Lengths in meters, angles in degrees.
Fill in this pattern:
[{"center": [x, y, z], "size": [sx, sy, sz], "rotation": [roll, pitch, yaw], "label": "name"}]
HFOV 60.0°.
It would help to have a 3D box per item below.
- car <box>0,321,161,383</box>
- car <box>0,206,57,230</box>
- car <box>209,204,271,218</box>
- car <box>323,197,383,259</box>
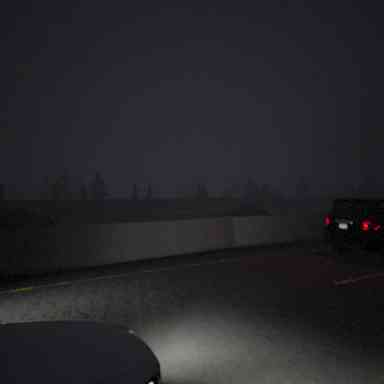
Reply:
[{"center": [-2.359, 1.517, 1.937], "size": [4.674, 1.442, 1.812], "rotation": [0, 0, -36], "label": "car"}, {"center": [-10.278, 1.482, 17.999], "size": [5.357, 1.411, 2.033], "rotation": [0, 0, -34], "label": "car"}, {"center": [3.188, 1.491, 21.729], "size": [4.181, 1.385, 1.994], "rotation": [0, 0, -27], "label": "car"}, {"center": [7.203, 1.183, 11.848], "size": [5.566, 2.045, 2.150], "rotation": [0, 0, -28], "label": "car"}]
